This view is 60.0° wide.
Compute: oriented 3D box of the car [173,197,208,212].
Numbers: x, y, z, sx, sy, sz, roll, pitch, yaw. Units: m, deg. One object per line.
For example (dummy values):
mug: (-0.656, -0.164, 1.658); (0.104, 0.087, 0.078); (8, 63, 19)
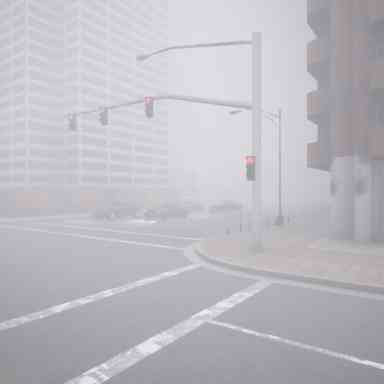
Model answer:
car: (-0.500, 1.564, 36.290); (1.994, 1.385, 4.181); (0, 0, 35)

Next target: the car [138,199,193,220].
car: (-2.111, 1.564, 27.924); (1.994, 1.385, 4.181); (0, 0, 35)

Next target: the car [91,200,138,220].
car: (-6.221, 1.505, 28.164); (1.837, 1.490, 4.892); (0, 0, 35)

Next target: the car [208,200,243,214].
car: (3.761, 1.601, 36.259); (1.895, 1.301, 4.718); (0, 0, 35)
